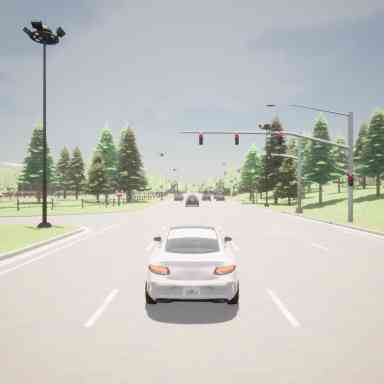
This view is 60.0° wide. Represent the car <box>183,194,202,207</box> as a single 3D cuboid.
[{"bbox_3d":[0.055,1.352,51.860,2.097,1.767,4.553,0,0,0],"label":"car"}]

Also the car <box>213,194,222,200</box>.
[{"bbox_3d":[7.099,1.385,92.916,1.994,1.385,4.181,0,0,0],"label":"car"}]

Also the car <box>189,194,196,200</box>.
[{"bbox_3d":[0.099,1.332,92.923,1.837,1.490,4.892,0,0,0],"label":"car"}]

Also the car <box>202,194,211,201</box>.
[{"bbox_3d":[3.588,1.348,82.886,2.097,1.767,4.553,0,0,0],"label":"car"}]

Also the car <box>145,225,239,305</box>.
[{"bbox_3d":[0.015,1.526,7.987,1.812,1.442,4.674,0,0,0],"label":"car"}]

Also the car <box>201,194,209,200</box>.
[{"bbox_3d":[3.599,1.372,92.919,2.033,1.411,5.357,0,0,0],"label":"car"}]

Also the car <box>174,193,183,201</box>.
[{"bbox_3d":[-3.412,1.544,82.890,1.994,1.385,4.181,0,0,0],"label":"car"}]

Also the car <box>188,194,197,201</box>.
[{"bbox_3d":[0.088,1.348,82.890,2.097,1.767,4.553,0,0,0],"label":"car"}]

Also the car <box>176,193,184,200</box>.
[{"bbox_3d":[-3.401,1.188,92.897,2.097,1.767,4.553,0,0,0],"label":"car"}]

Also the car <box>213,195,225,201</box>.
[{"bbox_3d":[7.088,1.517,82.496,2.128,1.511,4.902,0,0,0],"label":"car"}]
